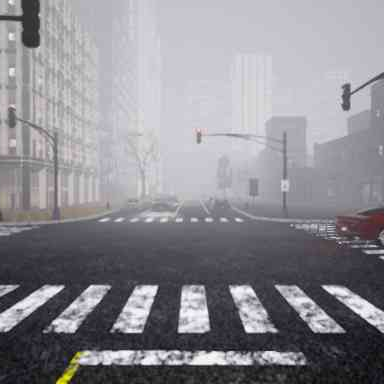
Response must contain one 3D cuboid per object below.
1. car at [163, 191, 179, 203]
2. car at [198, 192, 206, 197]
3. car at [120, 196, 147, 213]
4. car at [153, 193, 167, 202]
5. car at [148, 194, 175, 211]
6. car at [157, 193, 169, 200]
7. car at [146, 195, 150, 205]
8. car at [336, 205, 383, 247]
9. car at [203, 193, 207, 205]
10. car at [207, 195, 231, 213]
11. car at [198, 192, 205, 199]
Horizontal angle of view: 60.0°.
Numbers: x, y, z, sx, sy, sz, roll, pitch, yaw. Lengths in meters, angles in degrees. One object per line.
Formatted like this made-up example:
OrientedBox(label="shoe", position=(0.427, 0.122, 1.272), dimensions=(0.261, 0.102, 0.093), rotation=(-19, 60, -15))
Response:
OrientedBox(label="car", position=(-3.069, 1.023, 51.701), dimensions=(1.994, 1.385, 4.181), rotation=(0, 1, 0))
OrientedBox(label="car", position=(2.705, 0.631, 92.632), dimensions=(1.947, 1.339, 4.313), rotation=(0, 1, 0))
OrientedBox(label="car", position=(-5.685, 1.245, 31.686), dimensions=(1.802, 1.307, 4.206), rotation=(0, 1, 0))
OrientedBox(label="car", position=(-5.681, 0.948, 59.388), dimensions=(1.947, 1.339, 4.313), rotation=(0, 1, 0))
OrientedBox(label="car", position=(-3.092, 1.230, 34.982), dimensions=(1.895, 1.301, 4.718), rotation=(0, 1, 0))
OrientedBox(label="car", position=(-5.680, 0.894, 64.929), dimensions=(1.947, 1.339, 4.313), rotation=(0, 1, 0))
OrientedBox(label="car", position=(-5.683, 1.077, 42.597), dimensions=(1.752, 1.417, 4.829), rotation=(0, 1, 0))
OrientedBox(label="car", position=(8.416, 1.268, 13.584), dimensions=(5.008, 1.535, 1.882), rotation=(-1, -1, -12))
OrientedBox(label="car", position=(2.698, 1.132, 42.766), dimensions=(1.802, 1.307, 4.206), rotation=(0, 1, 0))
OrientedBox(label="car", position=(2.697, 1.208, 31.684), dimensions=(1.887, 1.381, 4.507), rotation=(0, 1, 0))
OrientedBox(label="car", position=(2.702, 0.773, 76.009), dimensions=(2.008, 1.369, 4.403), rotation=(0, 1, 0))
